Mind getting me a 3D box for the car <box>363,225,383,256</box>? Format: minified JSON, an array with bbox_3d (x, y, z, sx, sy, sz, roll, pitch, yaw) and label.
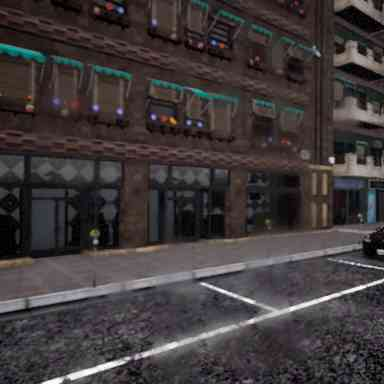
[{"bbox_3d":[8.122,1.661,12.367,4.313,1.339,1.947,0,0,-36],"label":"car"}]
